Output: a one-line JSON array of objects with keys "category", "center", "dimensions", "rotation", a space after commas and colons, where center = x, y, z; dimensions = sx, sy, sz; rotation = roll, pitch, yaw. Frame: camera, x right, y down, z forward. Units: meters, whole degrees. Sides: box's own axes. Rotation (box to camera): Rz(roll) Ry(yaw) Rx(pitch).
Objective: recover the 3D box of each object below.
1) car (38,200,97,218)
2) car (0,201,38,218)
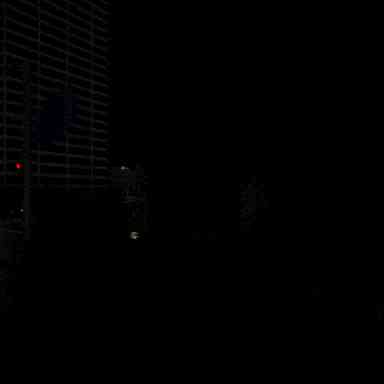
[{"category": "car", "center": [-11.149, 1.478, 30.782], "dimensions": [1.882, 1.535, 5.008], "rotation": [0, 0, 35]}, {"category": "car", "center": [-15.521, 1.547, 30.663], "dimensions": [2.033, 1.411, 5.357], "rotation": [0, 0, 35]}]
